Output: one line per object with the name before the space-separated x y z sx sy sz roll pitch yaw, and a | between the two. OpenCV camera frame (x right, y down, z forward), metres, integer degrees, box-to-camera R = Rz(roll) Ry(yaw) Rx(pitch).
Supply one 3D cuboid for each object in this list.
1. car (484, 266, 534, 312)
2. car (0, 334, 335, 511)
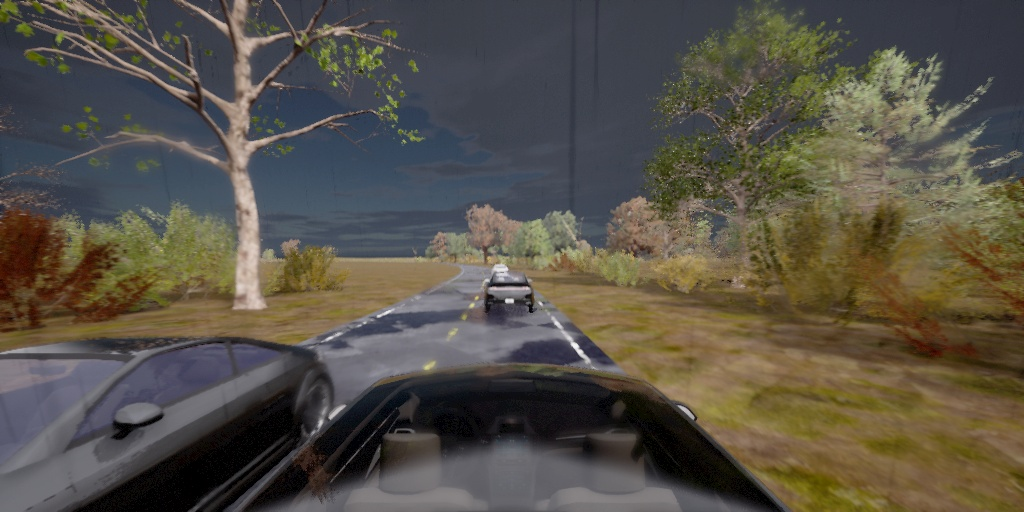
car | -0.144 1.364 14.863 2.128 1.511 4.902 0 0 -1
car | -3.056 1.325 2.493 1.994 1.385 4.181 0 -1 0
